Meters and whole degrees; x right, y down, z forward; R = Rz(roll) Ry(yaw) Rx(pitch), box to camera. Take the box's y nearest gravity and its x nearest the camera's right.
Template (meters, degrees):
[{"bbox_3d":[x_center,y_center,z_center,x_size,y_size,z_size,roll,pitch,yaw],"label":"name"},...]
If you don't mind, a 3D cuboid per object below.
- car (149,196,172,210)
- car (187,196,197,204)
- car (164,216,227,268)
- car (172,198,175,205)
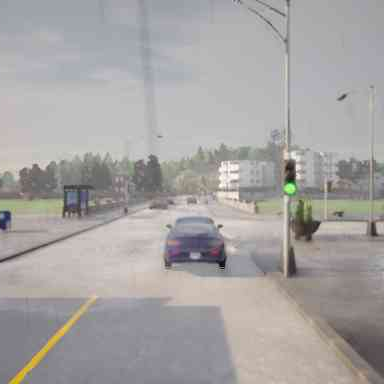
[{"bbox_3d":[-4.085,1.337,41.677,2.097,1.767,4.553,0,0,0],"label":"car"},{"bbox_3d":[0.004,1.522,61.910,2.033,1.411,5.357,0,0,0],"label":"car"},{"bbox_3d":[0.091,1.521,11.135,1.812,1.442,4.674,0,0,0],"label":"car"},{"bbox_3d":[-4.050,1.577,57.212,1.895,1.301,4.718,0,0,1],"label":"car"}]
